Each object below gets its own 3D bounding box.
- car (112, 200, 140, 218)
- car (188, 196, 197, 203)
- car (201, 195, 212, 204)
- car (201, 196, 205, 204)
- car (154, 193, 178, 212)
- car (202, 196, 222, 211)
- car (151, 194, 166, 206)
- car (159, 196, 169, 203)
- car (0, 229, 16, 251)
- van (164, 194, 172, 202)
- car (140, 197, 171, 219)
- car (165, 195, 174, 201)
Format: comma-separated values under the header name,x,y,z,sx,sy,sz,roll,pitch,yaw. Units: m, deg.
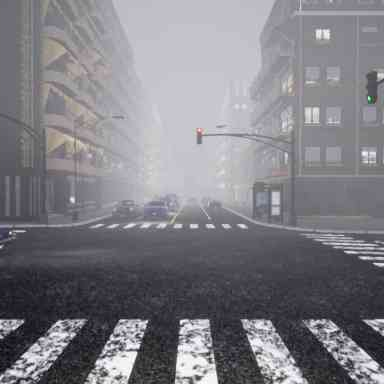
name,x,y,z,sx,sy,sz,roll,pitch,yaw
car,-5.700,1.438,29.265,1.967,1.590,4.097,0,0,0
car,0.082,1.561,69.764,1.994,1.385,4.181,0,0,0
car,2.672,1.437,63.094,1.967,1.590,4.097,0,0,0
car,2.677,1.542,46.177,1.887,1.381,4.507,0,0,0
car,-3.097,1.350,38.974,2.097,1.767,4.553,0,0,0
car,2.678,1.548,40.539,2.008,1.369,4.403,0,0,0
car,-5.708,1.313,57.458,2.192,1.841,5.009,0,0,0
car,-5.709,1.523,68.566,1.752,1.417,4.829,0,0,0
car,-8.835,1.535,11.575,4.718,1.301,1.895,2,0,-1
van,-5.712,1.337,80.014,1.690,1.788,3.998,0,0,0
car,-3.095,1.475,29.347,1.882,1.535,5.008,0,0,-1
car,-5.713,1.546,85.652,2.008,1.369,4.403,0,0,0
